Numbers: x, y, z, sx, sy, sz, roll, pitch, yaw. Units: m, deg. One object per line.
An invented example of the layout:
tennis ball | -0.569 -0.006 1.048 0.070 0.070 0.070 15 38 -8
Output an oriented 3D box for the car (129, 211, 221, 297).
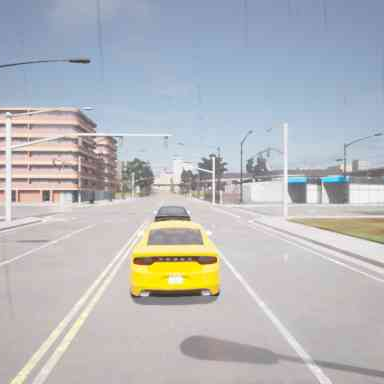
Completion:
car | -0.441 1.478 8.630 1.882 1.535 5.008 0 0 -3

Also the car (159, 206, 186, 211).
car | -1.076 1.478 18.190 1.882 1.535 5.008 0 0 -4
